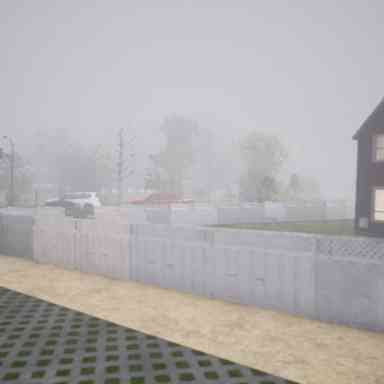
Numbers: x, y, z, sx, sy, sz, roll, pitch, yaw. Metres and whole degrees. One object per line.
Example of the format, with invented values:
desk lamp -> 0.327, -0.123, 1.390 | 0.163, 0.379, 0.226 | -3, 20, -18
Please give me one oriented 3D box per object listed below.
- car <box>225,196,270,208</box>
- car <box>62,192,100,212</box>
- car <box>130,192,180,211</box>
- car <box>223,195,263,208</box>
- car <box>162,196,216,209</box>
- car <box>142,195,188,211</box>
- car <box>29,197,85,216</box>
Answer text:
car -> 6.394, 1.296, 37.936 | 5.357, 1.411, 2.033 | -1, 2, -18
car -> -12.599, 1.090, 35.004 | 5.566, 2.045, 2.150 | -1, 2, -19
car -> -3.686, 1.084, 34.560 | 5.566, 2.045, 2.150 | -1, 2, -19
car -> 6.354, 1.173, 41.344 | 4.674, 1.442, 1.812 | -1, 2, -18
car -> -0.024, 1.406, 32.159 | 5.008, 1.535, 1.882 | -1, 2, -19
car -> -3.120, 1.231, 38.183 | 5.008, 1.535, 1.882 | -1, 2, -19
car -> -12.892, 1.500, 31.498 | 4.674, 1.442, 1.812 | -1, 2, -17
